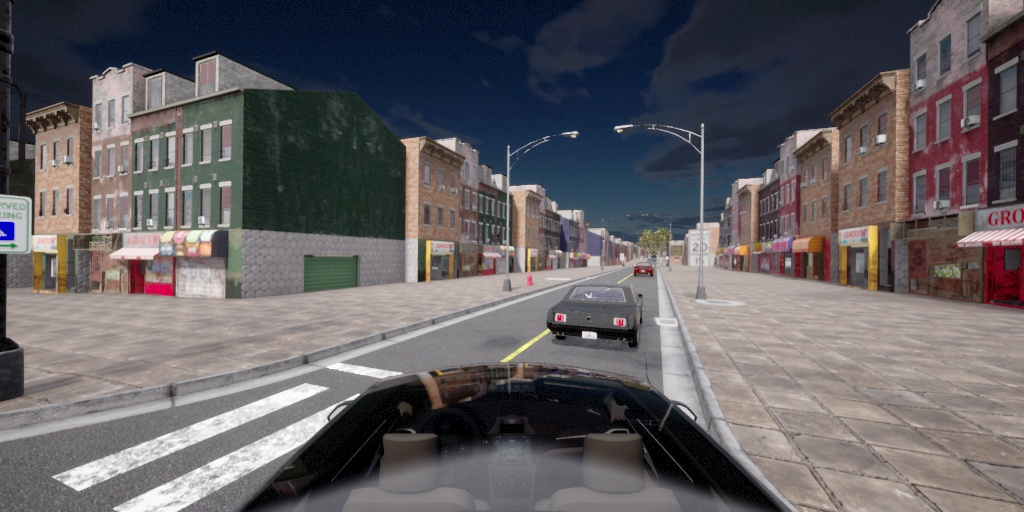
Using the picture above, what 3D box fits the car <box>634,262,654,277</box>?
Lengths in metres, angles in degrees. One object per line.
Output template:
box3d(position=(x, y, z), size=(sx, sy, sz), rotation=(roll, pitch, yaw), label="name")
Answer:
box3d(position=(14.301, 1.393, 38.841), size=(1.882, 1.535, 5.008), rotation=(1, 0, 22), label="car")

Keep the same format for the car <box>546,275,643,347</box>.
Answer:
box3d(position=(2.431, 1.345, 9.442), size=(1.895, 1.301, 4.718), rotation=(1, 0, 22), label="car")
